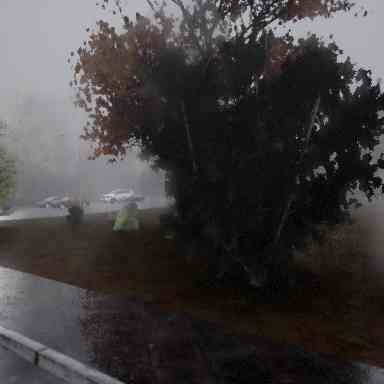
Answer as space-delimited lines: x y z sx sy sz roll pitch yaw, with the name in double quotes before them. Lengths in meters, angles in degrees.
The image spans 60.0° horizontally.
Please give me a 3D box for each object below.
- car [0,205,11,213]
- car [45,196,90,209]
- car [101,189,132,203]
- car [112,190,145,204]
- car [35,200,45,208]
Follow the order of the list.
"car" -21.715 1.646 34.685 1.895 1.301 4.718 0 1 39
"car" -15.501 1.306 42.418 1.882 1.535 5.008 0 2 39
"car" -11.723 0.658 52.688 2.150 2.045 5.566 0 3 39
"car" -9.172 0.965 50.284 1.812 1.442 4.674 0 3 39
"car" -18.357 1.350 44.451 1.837 1.490 4.892 0 2 39
